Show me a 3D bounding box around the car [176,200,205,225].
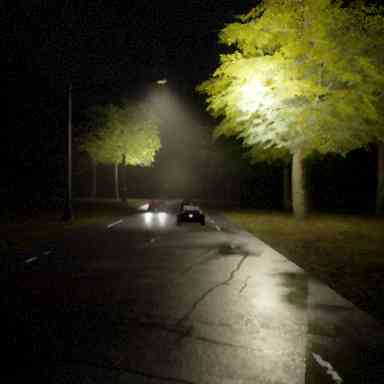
[{"bbox_3d":[-0.108,1.561,24.236,1.994,1.385,4.181,0,0,-1],"label":"car"}]

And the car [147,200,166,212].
[{"bbox_3d":[-4.003,1.583,38.192,1.895,1.301,4.718,0,0,-1],"label":"car"}]

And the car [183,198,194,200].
[{"bbox_3d":[-0.488,1.501,41.013,1.837,1.490,4.892,0,0,-1],"label":"car"}]
